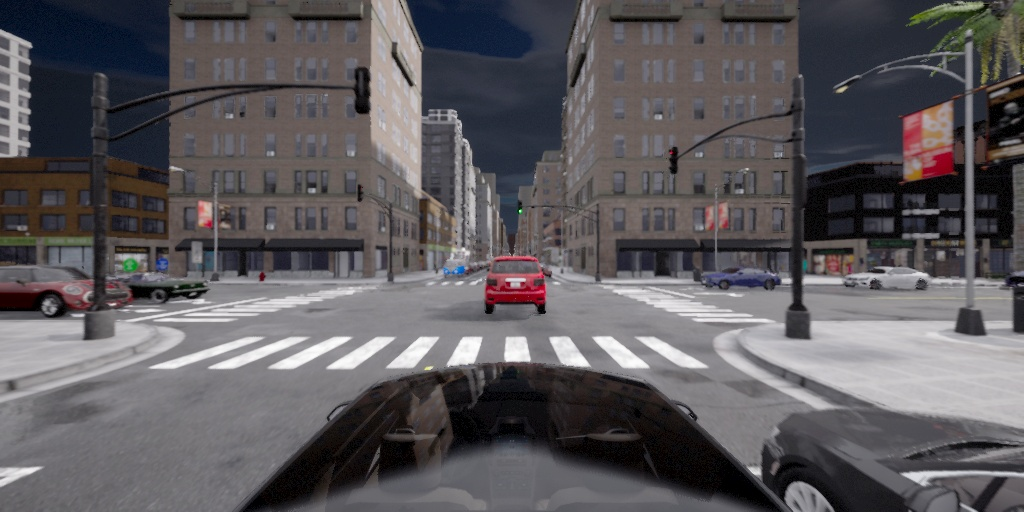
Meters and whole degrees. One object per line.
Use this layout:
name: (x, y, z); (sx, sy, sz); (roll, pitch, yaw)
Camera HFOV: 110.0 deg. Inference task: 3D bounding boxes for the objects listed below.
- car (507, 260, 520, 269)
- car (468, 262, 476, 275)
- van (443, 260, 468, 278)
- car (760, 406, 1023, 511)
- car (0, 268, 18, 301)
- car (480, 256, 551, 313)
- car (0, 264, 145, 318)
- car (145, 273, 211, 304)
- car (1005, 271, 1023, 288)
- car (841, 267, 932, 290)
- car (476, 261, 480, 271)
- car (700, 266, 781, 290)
car: (0.286, 1.528, 65.103); (2.128, 1.511, 4.902); (0, 0, 0)
car: (-5.682, 1.371, 41.234); (1.967, 1.591, 4.097); (0, 0, 0)
van: (-5.708, 1.245, 35.565); (1.690, 1.789, 3.998); (0, 0, 0)
car: (2.668, 1.297, 0.879); (2.007, 1.370, 4.403); (0, 0, 0)
car: (-25.596, 1.304, 15.958); (4.674, 1.442, 1.812); (0, 0, 0)
car: (0.131, 1.033, 14.444); (2.150, 2.045, 5.566); (0, 0, 0)
car: (-16.465, 1.133, 12.735); (4.553, 1.767, 2.097); (0, 0, 1)
car: (-16.444, 1.392, 16.003); (4.718, 1.301, 1.895); (0, 0, 0)
car: (34.851, 1.248, 22.963); (4.553, 1.767, 2.097); (0, 0, -1)
car: (23.882, 1.400, 22.912); (4.674, 1.442, 1.812); (0, 0, 0)
car: (-5.655, 1.522, 46.902); (1.948, 1.339, 4.313); (0, 0, 0)
car: (14.529, 1.385, 22.868); (4.674, 1.442, 1.812); (0, 0, -2)
